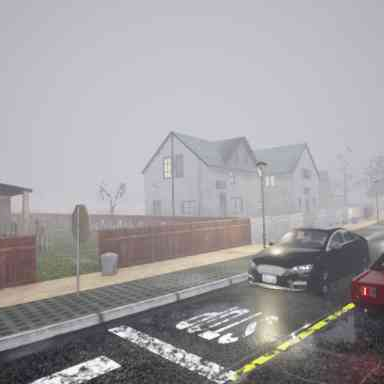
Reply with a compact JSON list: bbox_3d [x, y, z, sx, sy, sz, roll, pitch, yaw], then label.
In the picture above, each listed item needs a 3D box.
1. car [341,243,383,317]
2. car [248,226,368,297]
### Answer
[{"bbox_3d":[5.009,1.708,6.807,1.895,1.301,4.718,-4,-4,45],"label":"car"},{"bbox_3d":[3.484,1.772,9.468,2.128,1.511,4.902,-4,-4,44],"label":"car"}]
